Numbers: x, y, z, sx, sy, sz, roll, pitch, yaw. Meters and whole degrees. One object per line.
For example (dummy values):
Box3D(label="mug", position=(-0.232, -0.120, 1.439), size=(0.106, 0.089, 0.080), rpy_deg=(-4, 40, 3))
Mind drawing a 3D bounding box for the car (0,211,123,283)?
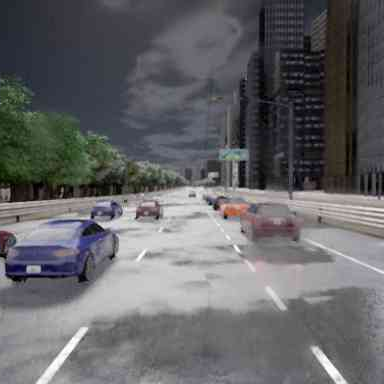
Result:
Box3D(label="car", position=(-3.406, 1.486, 9.454), size=(1.812, 1.442, 4.674), rpy_deg=(0, 0, 0))

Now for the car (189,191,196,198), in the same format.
Box3D(label="car", position=(0.124, 0.873, 91.202), size=(1.812, 1.442, 4.674), rpy_deg=(0, 1, 1))

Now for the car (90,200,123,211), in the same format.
Box3D(label="car", position=(-6.937, 1.407, 27.236), size=(1.812, 1.442, 4.674), rpy_deg=(0, 0, 0))

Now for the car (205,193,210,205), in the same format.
Box3D(label="car", position=(3.425, 1.266, 49.476), size=(2.163, 1.488, 4.792), rpy_deg=(0, 0, 0))

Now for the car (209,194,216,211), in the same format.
Box3D(label="car", position=(3.435, 1.255, 38.474), size=(2.033, 1.649, 4.856), rpy_deg=(0, 0, 0))

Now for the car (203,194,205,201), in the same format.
Box3D(label="car", position=(3.442, 1.194, 60.418), size=(1.837, 1.490, 4.892), rpy_deg=(0, 0, 0))

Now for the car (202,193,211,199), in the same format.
Box3D(label="car", position=(3.551, 1.061, 82.359), size=(2.033, 1.411, 5.357), rpy_deg=(0, 1, 0))

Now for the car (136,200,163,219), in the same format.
Box3D(label="car", position=(-3.437, 1.406, 27.183), size=(1.812, 1.442, 4.674), rpy_deg=(0, 0, 0))

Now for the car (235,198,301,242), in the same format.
Box3D(label="car", position=(3.588, 1.282, 16.093), size=(2.097, 1.767, 4.553), rpy_deg=(0, 0, 0))

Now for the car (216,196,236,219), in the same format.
Box3D(label="car", position=(3.465, 1.230, 27.451), size=(2.097, 1.767, 4.553), rpy_deg=(0, 0, 0))
